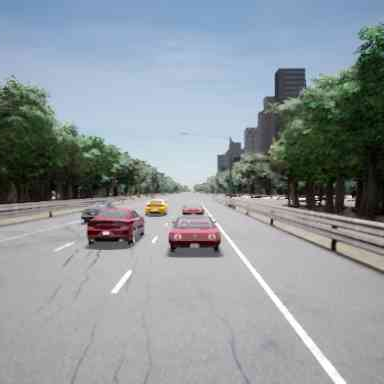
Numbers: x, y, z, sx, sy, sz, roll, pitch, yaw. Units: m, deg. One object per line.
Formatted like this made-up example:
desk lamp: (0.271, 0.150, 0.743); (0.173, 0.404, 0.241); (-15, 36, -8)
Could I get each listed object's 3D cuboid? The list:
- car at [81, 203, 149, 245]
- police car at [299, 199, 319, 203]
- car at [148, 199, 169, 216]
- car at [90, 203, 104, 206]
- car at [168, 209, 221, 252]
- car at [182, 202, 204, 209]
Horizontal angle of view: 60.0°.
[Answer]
car: (-3.403, 1.479, 15.633); (1.882, 1.535, 5.008); (0, 0, 0)
police car: (26.028, 1.660, 74.877); (2.038, 1.542, 4.974); (0, 1, -43)
car: (-3.406, 1.457, 32.931); (1.882, 1.535, 5.008); (0, 0, 0)
car: (-6.905, 1.542, 25.591); (2.033, 1.411, 5.357); (0, 0, 0)
car: (0.097, 1.602, 13.911); (1.895, 1.301, 4.718); (0, 0, 0)
car: (0.095, 1.587, 29.821); (1.895, 1.301, 4.718); (0, 0, 0)
